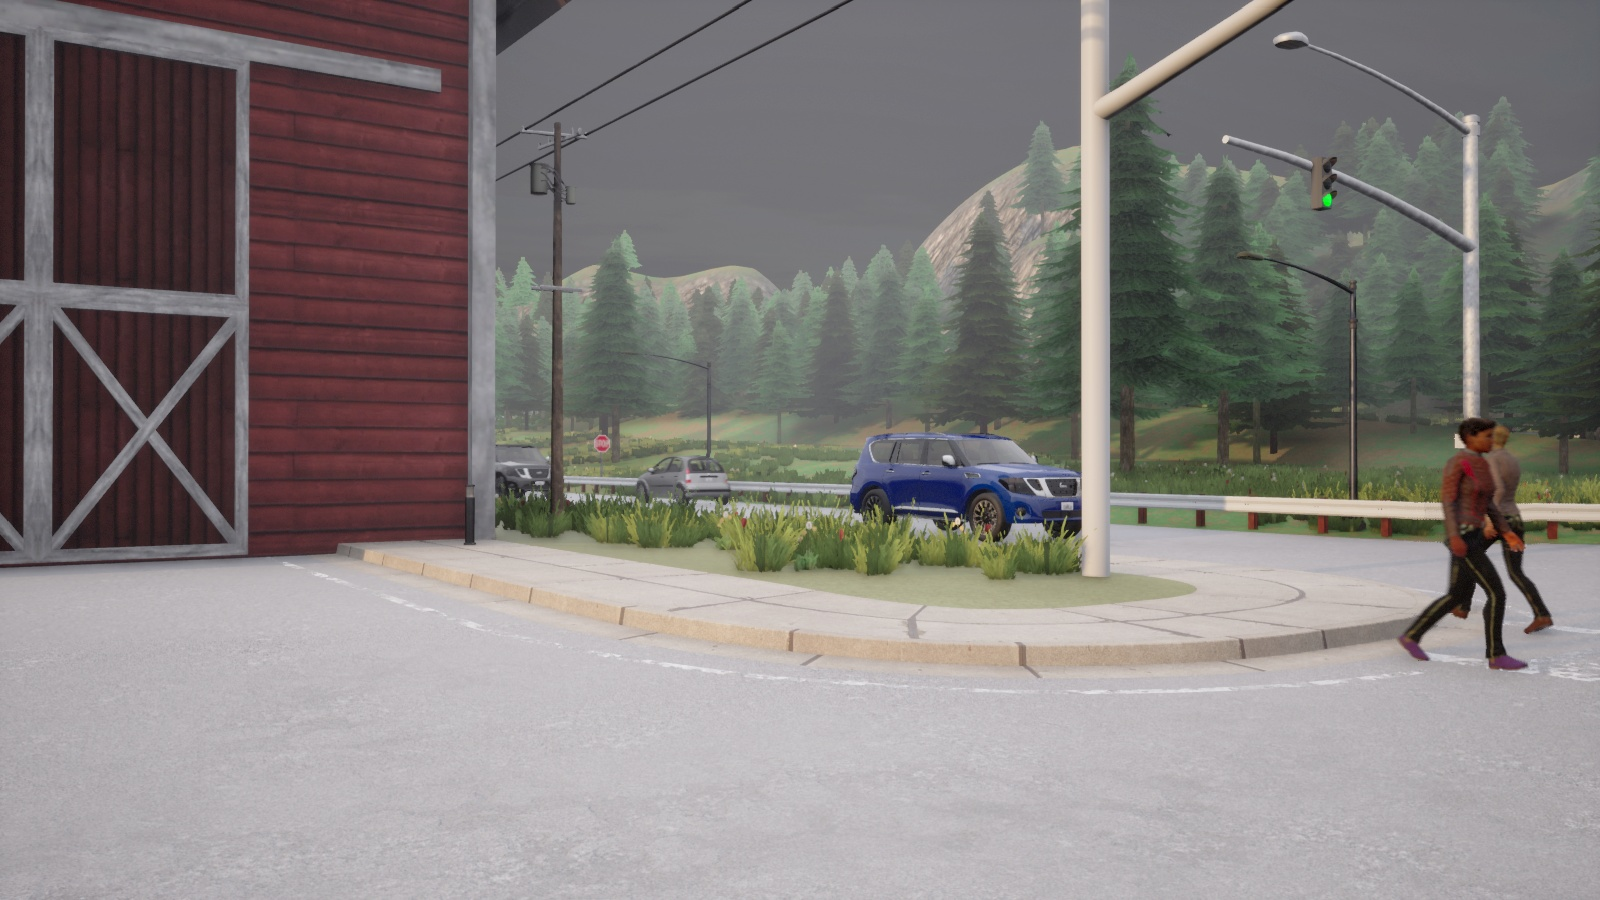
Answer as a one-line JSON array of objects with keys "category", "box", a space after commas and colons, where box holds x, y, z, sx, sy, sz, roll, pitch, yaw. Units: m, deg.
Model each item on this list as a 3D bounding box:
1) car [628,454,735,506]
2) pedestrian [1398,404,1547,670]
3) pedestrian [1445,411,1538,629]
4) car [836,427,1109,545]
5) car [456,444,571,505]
[{"category": "car", "box": [-3.995, 0.966, 41.752, 1.851, 1.617, 3.988, 0, 0, -34]}, {"category": "pedestrian", "box": [4.785, 0.593, 8.963, 0.328, 1.805, 0.869, 0, 0, -39]}, {"category": "pedestrian", "box": [6.041, 0.598, 10.991, 0.331, 1.846, 0.634, 0, 0, -21]}, {"category": "car", "box": [3.208, 0.646, 24.696, 2.150, 2.045, 5.566, 0, 0, -34]}, {"category": "car", "box": [-10.324, 0.833, 44.914, 2.150, 2.045, 5.566, 0, 0, -34]}]
